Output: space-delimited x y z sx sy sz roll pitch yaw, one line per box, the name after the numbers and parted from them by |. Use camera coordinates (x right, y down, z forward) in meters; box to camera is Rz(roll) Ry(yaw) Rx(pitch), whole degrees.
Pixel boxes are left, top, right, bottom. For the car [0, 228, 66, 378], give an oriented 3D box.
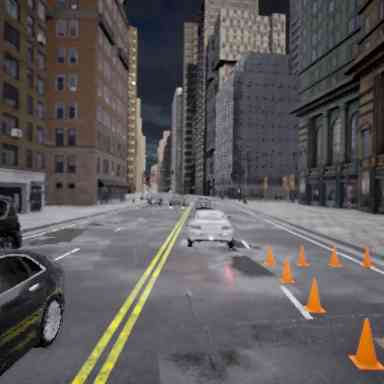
-2.922 1.444 3.387 1.837 1.490 4.892 1 0 1 | car

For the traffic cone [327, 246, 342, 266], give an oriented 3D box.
4.443 1.985 10.368 0.340 0.580 0.340 1 0 1 | traffic cone

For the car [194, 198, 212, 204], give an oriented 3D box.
1.269 1.420 37.441 2.033 1.411 5.357 1 0 1 | car

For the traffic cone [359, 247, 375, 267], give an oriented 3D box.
5.442 2.001 10.346 0.340 0.580 0.340 1 0 1 | traffic cone

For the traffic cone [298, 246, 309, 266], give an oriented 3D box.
3.443 1.969 10.389 0.340 0.580 0.340 1 0 1 | traffic cone

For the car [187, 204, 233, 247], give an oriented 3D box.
0.775 1.479 14.742 1.812 1.442 4.674 1 0 1 | car

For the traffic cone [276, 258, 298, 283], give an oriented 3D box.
2.400 1.960 8.411 0.340 0.580 0.340 1 0 1 | traffic cone

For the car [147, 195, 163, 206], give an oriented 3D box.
-5.187 1.222 47.418 2.128 1.511 4.902 1 0 2 | car

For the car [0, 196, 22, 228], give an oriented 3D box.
-6.075 1.092 7.491 2.150 2.045 5.566 1 0 1 | car

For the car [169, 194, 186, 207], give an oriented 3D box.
-1.964 1.141 46.121 2.097 1.767 4.553 1 0 2 | car

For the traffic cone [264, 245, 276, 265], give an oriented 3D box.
2.444 1.953 10.411 0.340 0.580 0.340 1 0 1 | traffic cone

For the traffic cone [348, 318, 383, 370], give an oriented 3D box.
2.313 1.974 4.413 0.340 0.580 0.340 1 0 1 | traffic cone

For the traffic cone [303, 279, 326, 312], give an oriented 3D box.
2.357 1.967 6.412 0.340 0.580 0.340 1 0 1 | traffic cone
